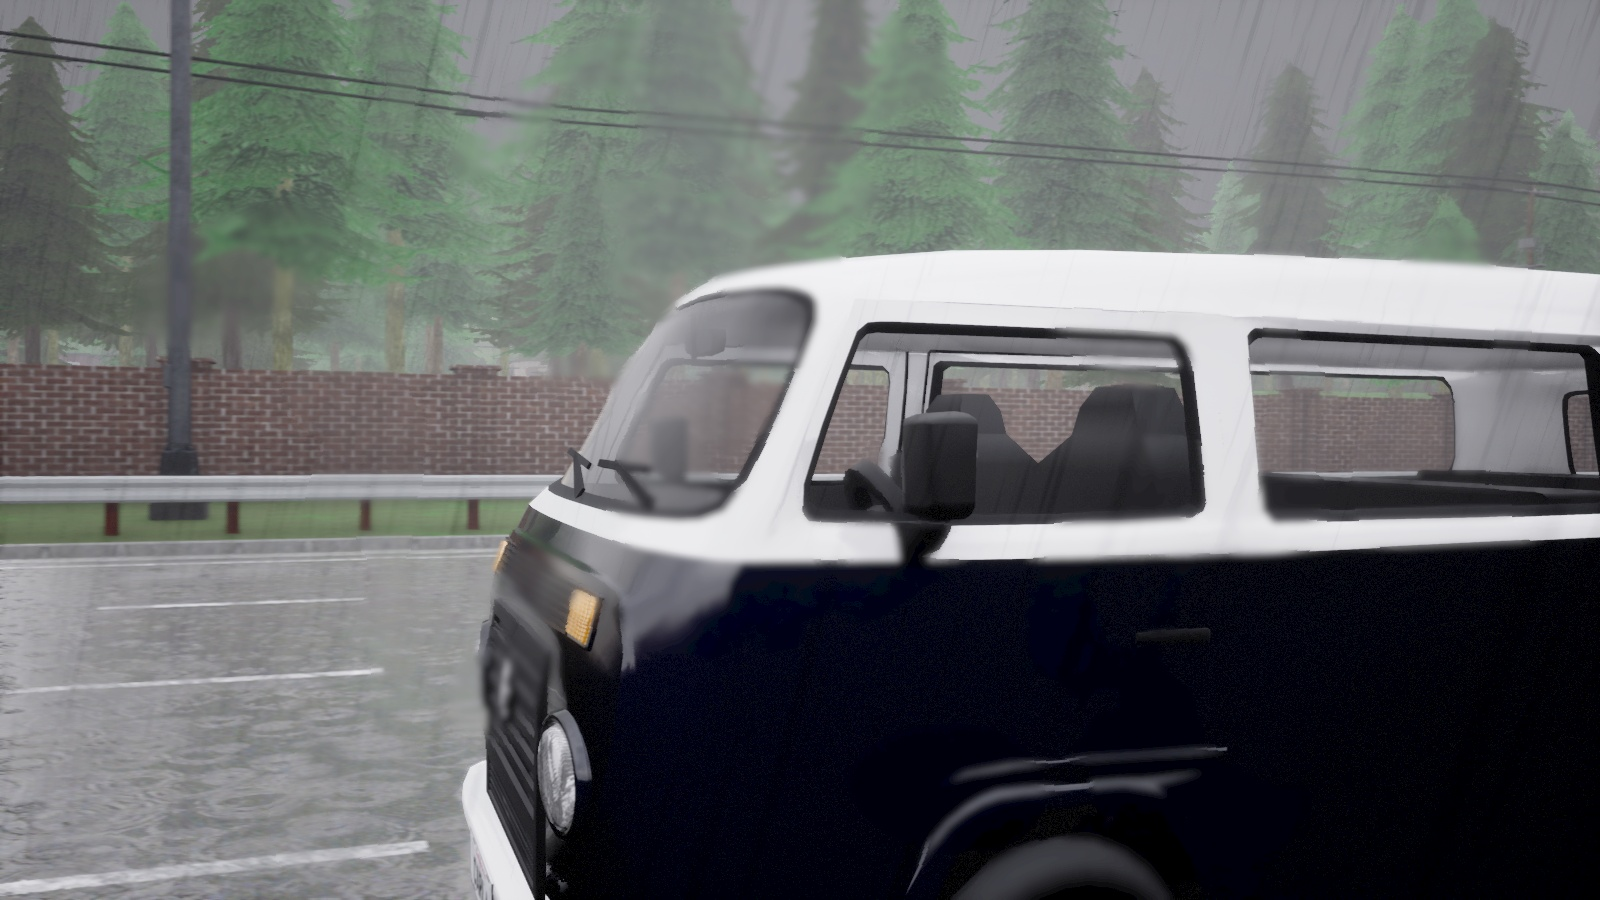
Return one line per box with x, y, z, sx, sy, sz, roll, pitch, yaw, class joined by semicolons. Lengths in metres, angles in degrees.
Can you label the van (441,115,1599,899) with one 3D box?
1.357;0.446;3.751;4.480;2.038;2.069;-1;1;-21;van
